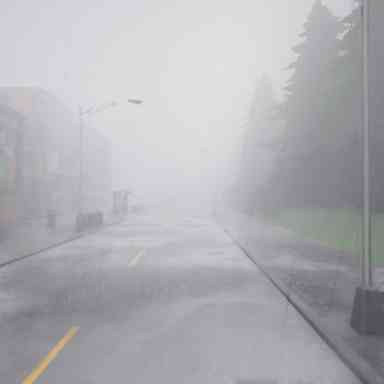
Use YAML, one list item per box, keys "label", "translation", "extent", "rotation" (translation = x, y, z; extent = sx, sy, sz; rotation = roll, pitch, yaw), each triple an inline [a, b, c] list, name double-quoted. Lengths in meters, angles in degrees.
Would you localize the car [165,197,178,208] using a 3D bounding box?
- label: "car"
  translation: [-3.988, 1.951, 65.003]
  extent: [2.150, 2.045, 5.566]
  rotation: [0, -1, 0]
